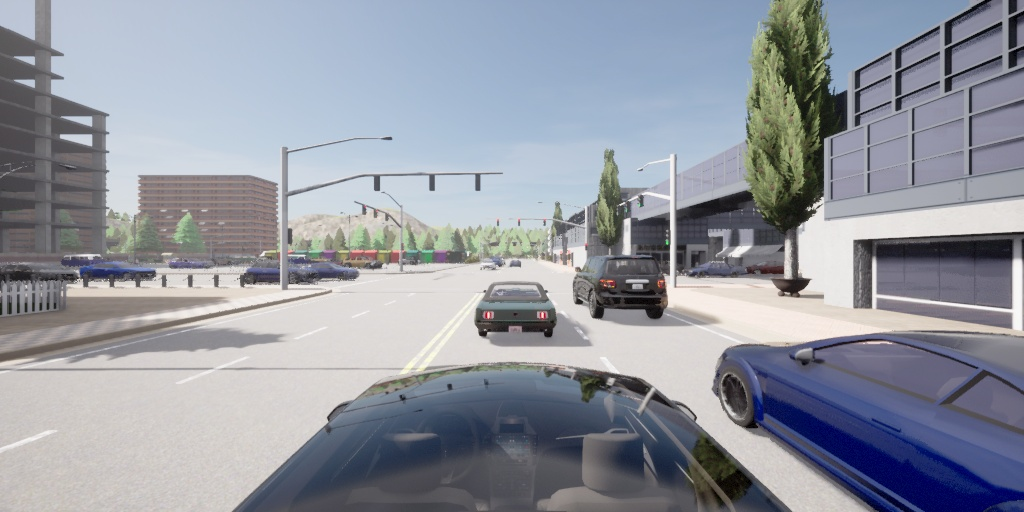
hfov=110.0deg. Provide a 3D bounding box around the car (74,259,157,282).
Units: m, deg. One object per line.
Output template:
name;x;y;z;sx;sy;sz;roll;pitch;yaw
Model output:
car;-31.658;1.227;28.908;5.008;1.535;1.882;0;0;0

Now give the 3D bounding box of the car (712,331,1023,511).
car;3.606;1.313;2.997;1.994;1.385;4.181;0;0;0

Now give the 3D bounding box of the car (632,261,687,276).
car;15.010;1.255;36.663;4.892;1.490;1.837;0;0;1

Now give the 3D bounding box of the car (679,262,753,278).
car;18.698;1.297;33.130;5.357;1.411;2.033;0;0;1

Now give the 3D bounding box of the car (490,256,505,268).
car;-3.036;0.974;64.084;2.150;2.045;5.566;0;0;4

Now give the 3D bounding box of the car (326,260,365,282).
car;-14.774;1.276;28.887;4.674;1.442;1.812;0;0;0

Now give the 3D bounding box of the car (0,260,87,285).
car;-33.866;1.254;25.414;4.892;1.490;1.837;0;0;0

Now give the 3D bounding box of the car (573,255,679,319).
car;3.625;0.971;12.961;2.150;2.045;5.566;0;0;1

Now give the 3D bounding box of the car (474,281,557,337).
car;0.105;1.351;10.236;1.895;1.301;4.718;0;0;1

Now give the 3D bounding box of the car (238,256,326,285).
car;-16.053;1.102;25.166;4.553;1.767;2.097;0;0;4

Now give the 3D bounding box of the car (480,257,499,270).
car;-3.430;1.276;51.503;1.812;1.442;4.674;0;0;3

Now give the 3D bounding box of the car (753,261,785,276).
car;26.047;1.228;36.562;5.008;1.535;1.882;0;0;1
